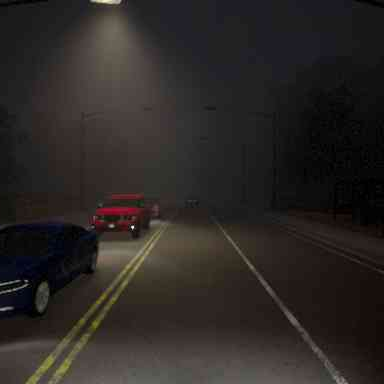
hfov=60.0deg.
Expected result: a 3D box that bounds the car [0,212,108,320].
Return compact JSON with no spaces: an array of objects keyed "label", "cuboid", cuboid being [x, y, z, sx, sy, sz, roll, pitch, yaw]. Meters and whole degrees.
[{"label":"car","cuboid":[-3.585,1.454,7.582,1.882,1.535,5.008,0,0,0]}]

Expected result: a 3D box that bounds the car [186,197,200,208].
[{"label":"car","cuboid":[0.077,1.391,46.281,2.128,1.511,4.902,0,-1,0]}]

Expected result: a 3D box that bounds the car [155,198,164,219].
[{"label":"car","cuboid":[-3.579,1.260,28.050,2.097,1.767,4.553,0,0,0]}]

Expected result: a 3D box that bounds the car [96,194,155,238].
[{"label":"car","cuboid":[-3.574,1.164,17.718,2.150,2.045,5.566,0,0,1]}]
